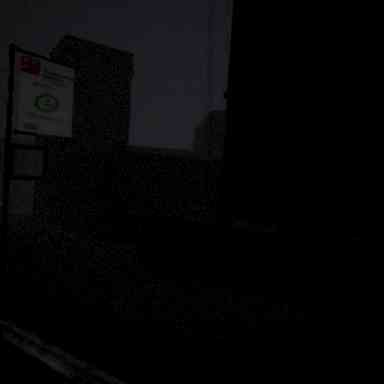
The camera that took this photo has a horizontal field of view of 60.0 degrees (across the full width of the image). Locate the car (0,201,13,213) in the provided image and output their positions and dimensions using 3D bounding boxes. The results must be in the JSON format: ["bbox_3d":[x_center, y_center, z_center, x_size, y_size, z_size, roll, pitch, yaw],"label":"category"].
[{"bbox_3d":[-23.408,1.847,39.980,1.837,1.490,4.892,4,-2,-3],"label":"car"}]
